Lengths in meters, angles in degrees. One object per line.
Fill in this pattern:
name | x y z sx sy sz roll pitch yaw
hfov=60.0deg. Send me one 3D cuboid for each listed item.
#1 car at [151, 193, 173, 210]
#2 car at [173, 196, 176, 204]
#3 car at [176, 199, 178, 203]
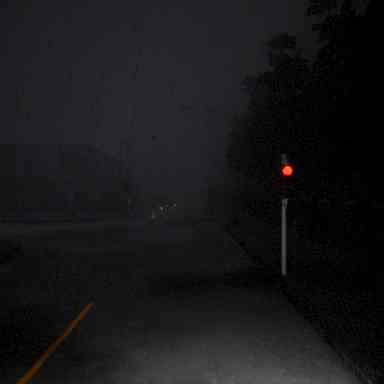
car | -4.065 1.221 43.928 2.150 2.045 5.566 0 0 0
car | -4.048 1.505 53.847 1.837 1.490 4.892 0 0 0
car | -3.987 1.526 65.765 1.812 1.442 4.674 0 0 1
